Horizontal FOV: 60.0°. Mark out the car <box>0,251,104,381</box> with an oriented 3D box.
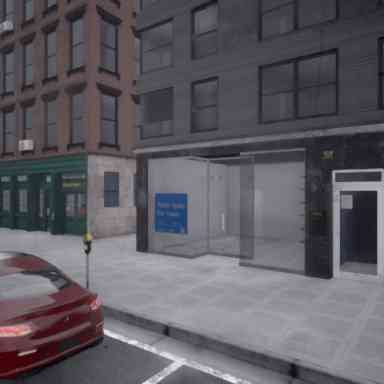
[{"bbox_3d":[-3.089,1.581,5.026,4.206,1.307,1.802,0,0,36],"label":"car"}]
